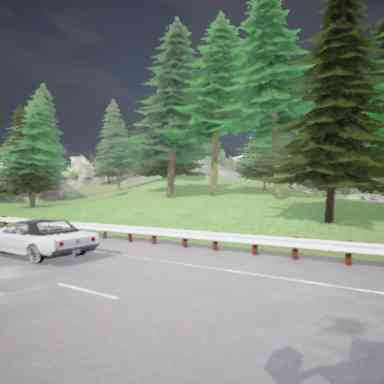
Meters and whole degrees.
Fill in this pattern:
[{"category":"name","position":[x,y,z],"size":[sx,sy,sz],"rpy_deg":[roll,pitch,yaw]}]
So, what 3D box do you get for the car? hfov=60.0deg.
[{"category":"car","position":[-5.537,1.613,11.726],"size":[4.718,1.301,1.895],"rpy_deg":[0,0,32]}]
